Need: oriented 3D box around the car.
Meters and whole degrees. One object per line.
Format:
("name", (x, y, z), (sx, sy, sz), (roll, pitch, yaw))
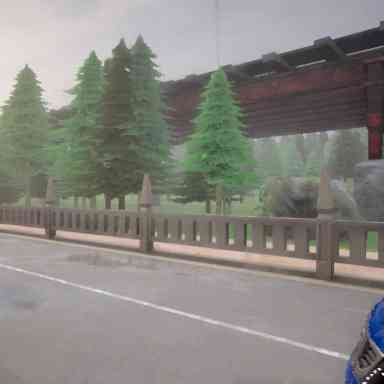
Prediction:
("car", (3.675, 1.224, 1.367), (5.566, 2.045, 2.150), (0, 0, 36))
